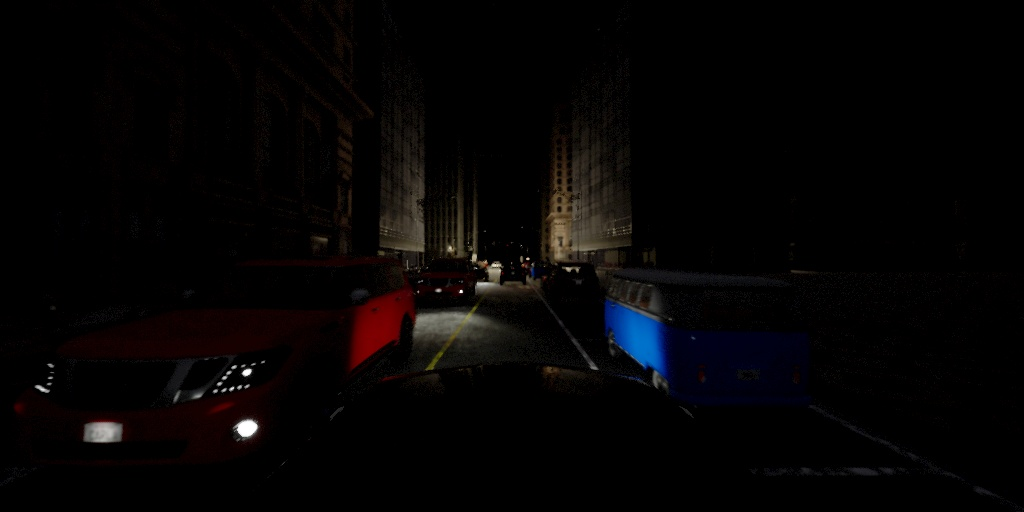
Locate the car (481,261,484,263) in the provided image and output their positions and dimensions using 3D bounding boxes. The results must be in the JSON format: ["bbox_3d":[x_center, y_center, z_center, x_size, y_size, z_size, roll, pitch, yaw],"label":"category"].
[{"bbox_3d":[-5.840,1.824,55.046,1.948,1.339,4.313,0,0,0],"label":"car"}]

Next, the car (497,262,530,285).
[{"bbox_3d":[0.097,1.331,29.080,2.097,1.767,4.553,0,-1,0],"label":"car"}]

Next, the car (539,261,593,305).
[{"bbox_3d":[2.675,1.186,16.825,2.192,1.841,5.009,0,0,0],"label":"car"}]

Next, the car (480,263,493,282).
[{"bbox_3d":[-3.088,1.573,32.254,1.994,1.385,4.181,0,0,0],"label":"car"}]

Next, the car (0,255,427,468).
[{"bbox_3d":[-3.089,1.001,5.475,2.150,2.045,5.566,0,0,0],"label":"car"}]

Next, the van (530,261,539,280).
[{"bbox_3d":[2.680,1.359,33.204,1.690,1.789,3.998,0,0,0],"label":"van"}]

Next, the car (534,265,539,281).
[{"bbox_3d":[2.677,1.468,22.284,2.007,1.370,4.403,0,0,0],"label":"car"}]

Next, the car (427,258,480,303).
[{"bbox_3d":[-3.051,1.102,17.772,2.150,2.045,5.566,0,0,0],"label":"car"}]

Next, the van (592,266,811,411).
[{"bbox_3d":[2.672,1.123,5.905,1.690,1.789,3.998,0,0,0],"label":"van"}]
